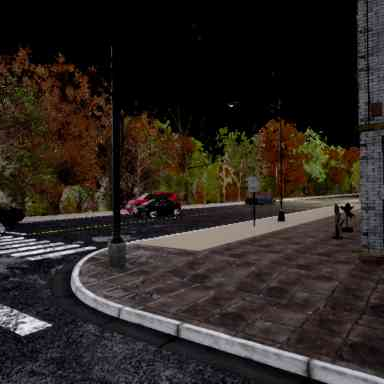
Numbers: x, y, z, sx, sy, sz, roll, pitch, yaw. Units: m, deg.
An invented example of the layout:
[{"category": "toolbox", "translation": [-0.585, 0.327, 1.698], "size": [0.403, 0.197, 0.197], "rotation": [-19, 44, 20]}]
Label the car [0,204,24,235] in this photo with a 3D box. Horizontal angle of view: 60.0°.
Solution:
[{"category": "car", "translation": [-11.108, 1.447, 15.920], "size": [1.837, 1.490, 4.892], "rotation": [-1, 0, 36]}]

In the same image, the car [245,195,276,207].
[{"category": "car", "translation": [9.154, 1.138, 43.418], "size": [2.033, 1.411, 5.357], "rotation": [-1, 0, 37]}]

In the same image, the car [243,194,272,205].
[{"category": "car", "translation": [9.920, 1.123, 49.870], "size": [2.033, 1.411, 5.357], "rotation": [-1, 0, 37]}]

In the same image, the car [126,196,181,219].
[{"category": "car", "translation": [-2.838, 1.304, 27.164], "size": [1.837, 1.490, 4.892], "rotation": [-1, 0, 36]}]

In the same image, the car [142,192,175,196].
[{"category": "car", "translation": [-3.659, 1.026, 31.517], "size": [2.150, 2.045, 5.566], "rotation": [-1, 1, 36]}]
